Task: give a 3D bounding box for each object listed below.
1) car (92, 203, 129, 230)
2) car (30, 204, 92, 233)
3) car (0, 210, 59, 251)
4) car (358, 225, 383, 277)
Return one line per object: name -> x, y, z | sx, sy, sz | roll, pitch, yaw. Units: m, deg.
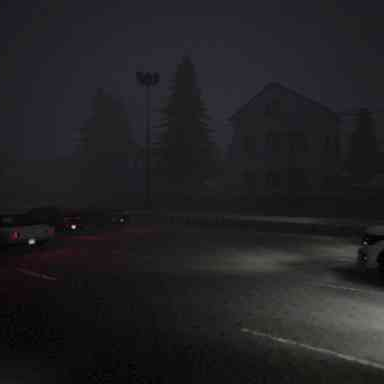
car -> -6.161, 1.480, 21.293 | 4.902, 1.511, 2.128 | 0, 0, 36
car -> -7.972, 1.494, 18.284 | 4.892, 1.490, 1.837 | 0, 0, 36
car -> -7.891, 1.591, 13.925 | 4.718, 1.301, 1.895 | 0, 0, 36
car -> 6.942, 1.224, 7.640 | 5.566, 2.045, 2.150 | 0, 0, 36
